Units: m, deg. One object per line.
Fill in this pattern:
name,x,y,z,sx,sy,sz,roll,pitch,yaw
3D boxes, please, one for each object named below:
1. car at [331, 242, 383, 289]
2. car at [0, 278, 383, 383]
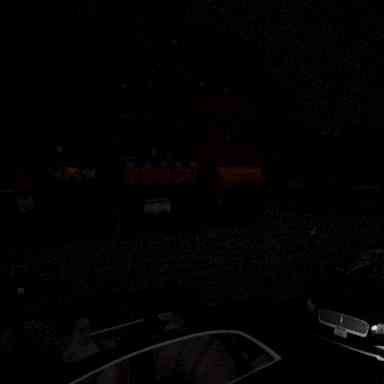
car,3.627,1.505,5.429,4.403,1.369,2.008,-1,-1,-36
car,-0.806,1.546,2.260,4.403,1.369,2.008,-1,-1,-36
